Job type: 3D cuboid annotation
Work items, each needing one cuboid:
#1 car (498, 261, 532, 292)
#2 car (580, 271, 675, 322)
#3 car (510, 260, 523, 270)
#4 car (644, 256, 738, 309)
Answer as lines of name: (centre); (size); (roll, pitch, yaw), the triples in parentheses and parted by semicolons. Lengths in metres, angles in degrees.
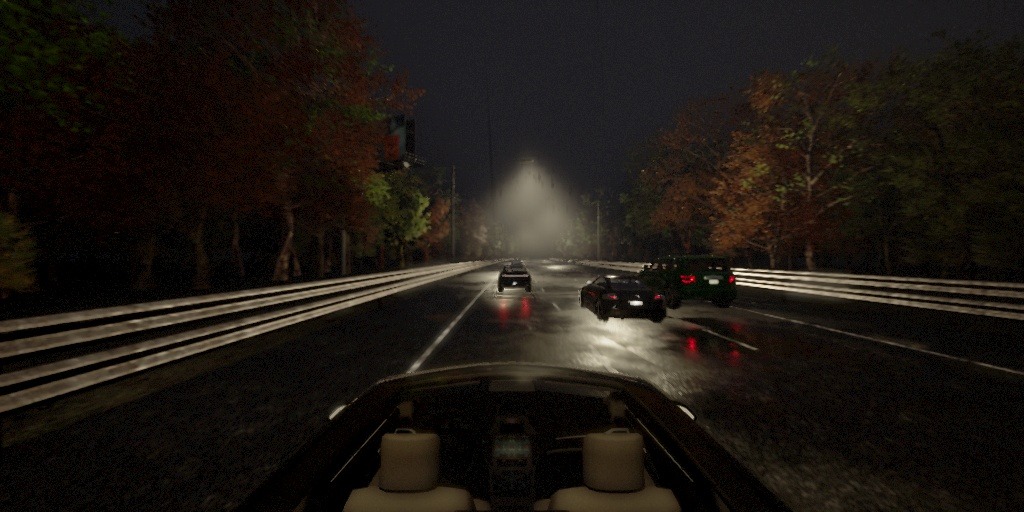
car: (0.176, 1.275, 21.710); (2.128, 1.511, 4.902); (0, 0, 1)
car: (3.616, 1.336, 12.394); (1.994, 1.385, 4.181); (0, 0, 0)
car: (0.754, 1.403, 56.086); (1.994, 1.385, 4.181); (0, 0, 1)
car: (7.114, 1.003, 15.286); (2.150, 2.045, 5.566); (0, 0, 0)
